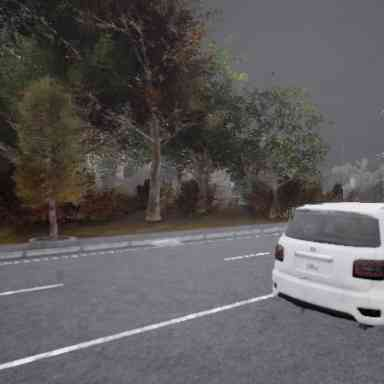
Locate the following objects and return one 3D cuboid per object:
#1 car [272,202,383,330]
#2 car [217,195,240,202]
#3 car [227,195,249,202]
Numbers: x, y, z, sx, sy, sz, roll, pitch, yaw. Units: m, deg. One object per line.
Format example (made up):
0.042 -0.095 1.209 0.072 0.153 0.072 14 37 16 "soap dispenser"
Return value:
4.008 1.229 6.600 5.566 2.045 2.150 0 0 -35 "car"
7.149 1.390 70.609 2.128 1.511 4.902 0 1 -32 "car"
10.053 1.391 72.563 2.128 1.511 4.902 0 1 -32 "car"
